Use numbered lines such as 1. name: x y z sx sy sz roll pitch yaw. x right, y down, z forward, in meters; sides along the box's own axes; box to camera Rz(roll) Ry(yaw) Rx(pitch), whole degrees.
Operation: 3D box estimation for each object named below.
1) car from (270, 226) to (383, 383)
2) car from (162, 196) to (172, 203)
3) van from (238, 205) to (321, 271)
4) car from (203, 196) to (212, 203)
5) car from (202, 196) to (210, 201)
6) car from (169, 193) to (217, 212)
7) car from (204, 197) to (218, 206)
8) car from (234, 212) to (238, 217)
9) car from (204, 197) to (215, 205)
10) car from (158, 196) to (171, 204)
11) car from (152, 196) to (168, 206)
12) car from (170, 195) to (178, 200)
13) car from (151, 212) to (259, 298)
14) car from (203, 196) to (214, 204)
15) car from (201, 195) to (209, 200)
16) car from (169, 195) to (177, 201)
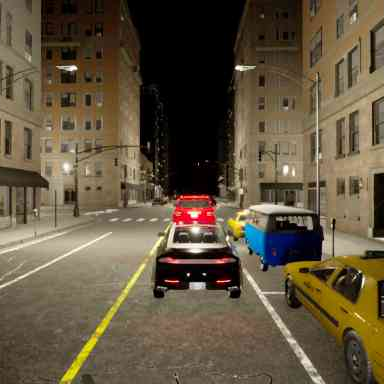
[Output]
1. car: 2.680 1.526 5.041 1.752 1.417 4.829 1 0 0
2. car: -5.257 1.548 70.581 1.887 1.381 4.507 1 0 1
3. van: 2.687 1.343 10.545 1.690 1.788 3.998 1 0 0
4. car: 3.268 1.547 70.472 1.887 1.381 4.507 1 0 1
5. car: 3.419 1.566 81.533 1.947 1.339 4.313 1 0 1
6. car: 0.117 1.225 18.660 2.150 2.045 5.566 0 0 0
7. car: 3.040 1.570 53.882 1.947 1.339 4.313 1 0 1
8. car: 2.691 1.528 16.388 1.752 1.417 4.829 1 0 0
9. car: 3.116 1.548 59.412 1.887 1.381 4.507 1 0 1
10. car: -5.333 1.555 65.052 2.008 1.369 4.403 1 0 1
11. car: -5.485 1.587 53.995 1.802 1.307 4.206 1 0 1
12. car: -4.954 1.564 92.696 1.947 1.339 4.313 1 0 1
13. car: 0.106 1.493 8.474 2.128 1.511 4.902 0 0 0
14. car: 3.192 1.554 64.942 2.008 1.369 4.403 1 0 1
15. car: 3.571 1.548 92.593 2.008 1.369 4.403 1 0 1
16. car: -5.032 1.525 86.997 1.752 1.417 4.829 1 0 1
